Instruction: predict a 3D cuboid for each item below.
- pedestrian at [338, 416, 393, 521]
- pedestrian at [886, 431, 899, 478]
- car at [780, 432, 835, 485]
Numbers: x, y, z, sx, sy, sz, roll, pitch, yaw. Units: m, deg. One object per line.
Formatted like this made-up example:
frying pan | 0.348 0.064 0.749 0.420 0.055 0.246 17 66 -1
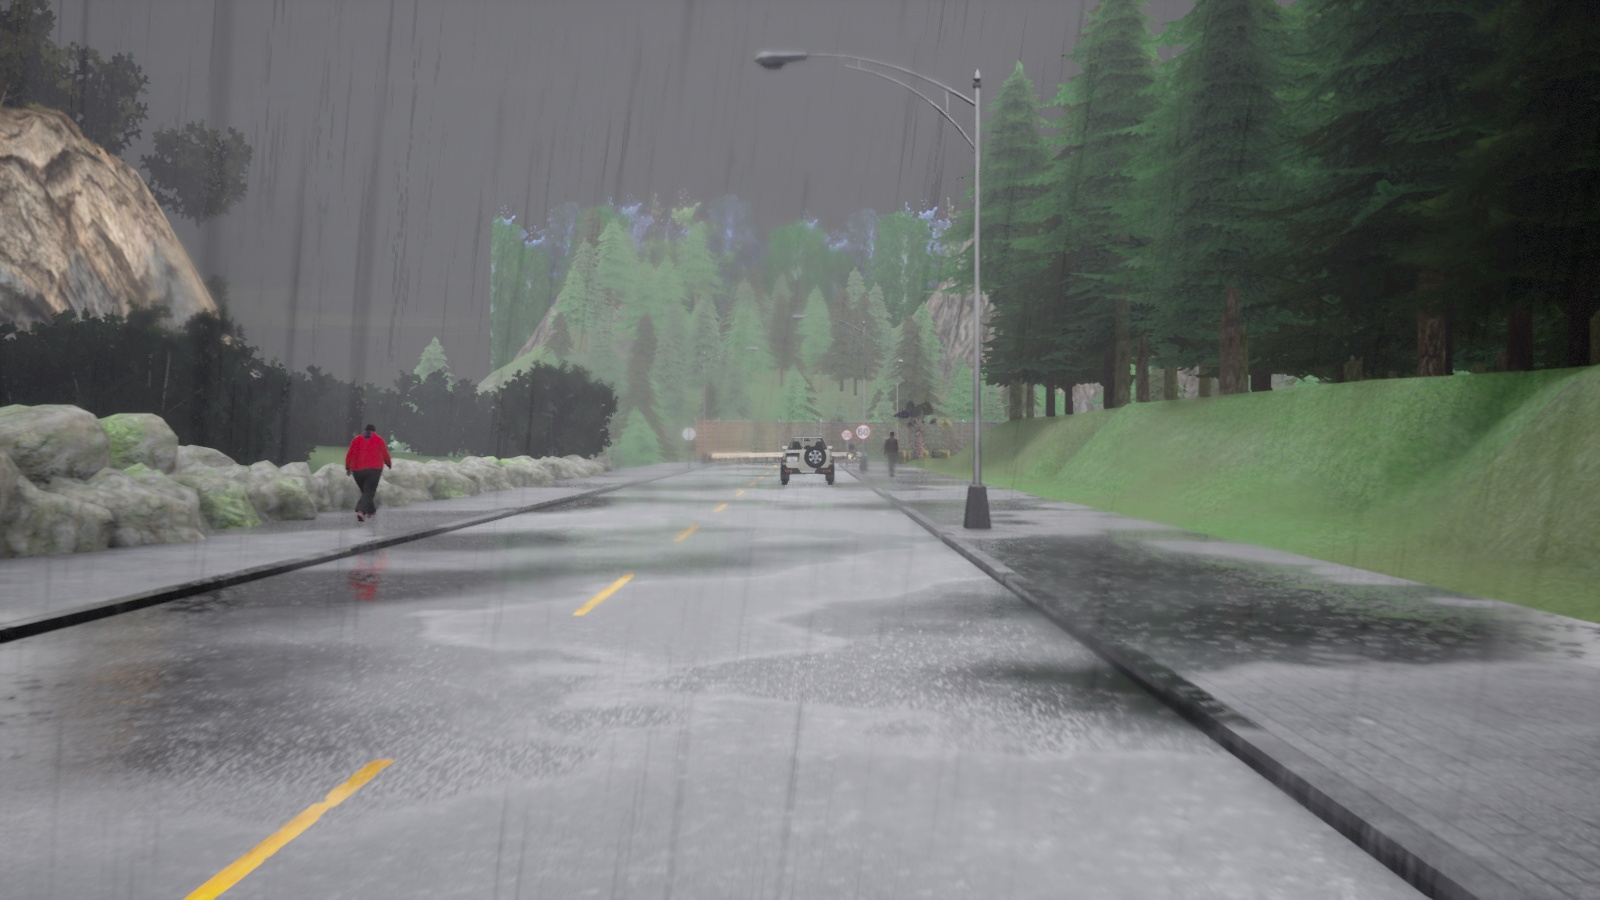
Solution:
pedestrian | -7.768 0.323 22.496 0.634 1.844 0.899 0 0 3
pedestrian | 3.705 0.175 50.371 0.431 1.840 0.703 0 0 13
car | 0.275 0.302 46.264 1.932 1.855 4.605 0 0 0
